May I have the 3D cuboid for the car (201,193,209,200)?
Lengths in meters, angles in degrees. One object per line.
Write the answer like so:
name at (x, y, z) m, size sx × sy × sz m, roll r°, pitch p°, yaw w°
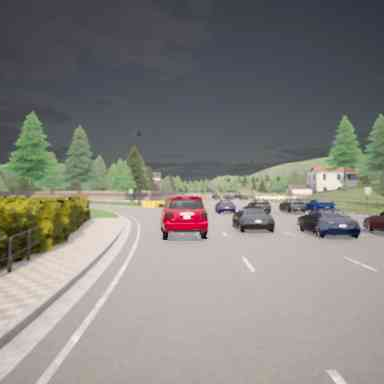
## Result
car at (3.483, 1.291, 91.014) m, size 2.097 × 1.767 × 4.553 m, roll 0°, pitch 0°, yaw 0°

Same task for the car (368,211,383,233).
car at (10.582, 1.515, 16.793) m, size 1.812 × 1.442 × 4.674 m, roll 0°, pitch 0°, yaw 0°

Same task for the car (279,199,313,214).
car at (10.594, 1.470, 35.285) m, size 2.128 × 1.511 × 4.902 m, roll 0°, pitch 0°, yaw 0°

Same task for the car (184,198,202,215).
car at (0.094, 1.483, 35.358) m, size 1.837 × 1.490 × 4.892 m, roll 0°, pitch 0°, yaw 0°

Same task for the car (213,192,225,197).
car at (6.983, 1.461, 90.628) m, size 2.128 × 1.511 × 4.902 m, roll 0°, pitch 0°, yaw 0°

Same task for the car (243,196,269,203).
car at (7.094, 1.470, 35.283) m, size 2.128 × 1.511 × 4.902 m, roll 0°, pitch 0°, yaw 0°

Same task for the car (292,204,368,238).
car at (7.097, 1.553, 17.646) m, size 1.994 × 1.385 × 4.181 m, roll 0°, pitch 0°, yaw 0°

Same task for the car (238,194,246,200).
car at (13.983, 1.476, 90.629) m, size 2.033 × 1.411 × 5.357 m, roll 0°, pitch 0°, yaw 0°

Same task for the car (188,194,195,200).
car at (-0.017, 1.413, 90.627) m, size 1.882 × 1.535 × 5.008 m, roll 0°, pitch 0°, yaw 0°

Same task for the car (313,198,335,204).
car at (14.095, 1.455, 36.872) m, size 1.882 × 1.535 × 5.008 m, roll 0°, pitch 0°, yaw 0°

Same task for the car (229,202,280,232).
car at (3.596, 1.552, 19.998) m, size 1.994 × 1.385 × 4.181 m, roll 0°, pitch 0°, yaw 0°

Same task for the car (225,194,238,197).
car at (10.483, 1.476, 90.629) m, size 2.033 × 1.411 × 5.357 m, roll 0°, pitch 0°, yaw 0°

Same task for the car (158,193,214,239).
car at (-0.547, 1.211, 17.459) m, size 2.150 × 2.045 × 5.566 m, roll 0°, pitch 0°, yaw -7°

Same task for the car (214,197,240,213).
car at (3.594, 1.542, 36.018) m, size 1.994 × 1.385 × 4.181 m, roll 0°, pitch 0°, yaw 0°
